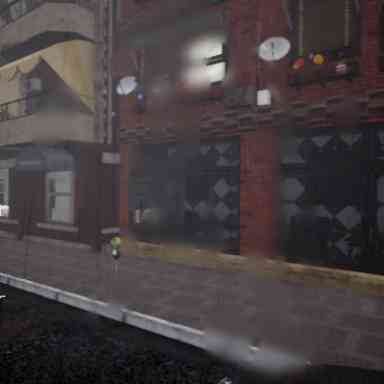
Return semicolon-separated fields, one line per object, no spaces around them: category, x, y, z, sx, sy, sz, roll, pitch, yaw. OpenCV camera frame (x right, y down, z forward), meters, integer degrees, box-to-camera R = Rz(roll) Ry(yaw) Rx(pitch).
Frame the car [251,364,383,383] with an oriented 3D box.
car;2.055;1.551;1.244;4.403;1.369;2.008;0;1;36
